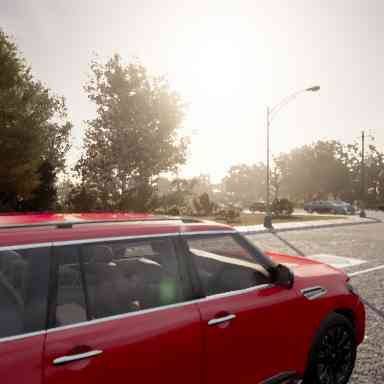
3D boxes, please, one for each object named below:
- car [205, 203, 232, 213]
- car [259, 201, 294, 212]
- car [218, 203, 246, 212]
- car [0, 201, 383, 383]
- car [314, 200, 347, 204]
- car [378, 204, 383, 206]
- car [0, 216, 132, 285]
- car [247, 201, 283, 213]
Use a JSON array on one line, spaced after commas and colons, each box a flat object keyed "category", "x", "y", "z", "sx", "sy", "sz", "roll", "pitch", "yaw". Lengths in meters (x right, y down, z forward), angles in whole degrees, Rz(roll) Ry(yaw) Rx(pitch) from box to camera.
[{"category": "car", "x": 4.161, "y": 2.542, "z": 53.240, "sx": 1.837, "sy": 1.490, "sz": 4.892, "roll": 0, "pitch": -3, "yaw": -32}, {"category": "car", "x": 11.968, "y": 2.093, "z": 47.337, "sx": 1.837, "sy": 1.490, "sz": 4.892, "roll": 0, "pitch": -3, "yaw": -32}, {"category": "car", "x": 6.649, "y": 2.600, "z": 55.866, "sx": 1.837, "sy": 1.490, "sz": 4.892, "roll": 0, "pitch": -3, "yaw": -32}, {"category": "car", "x": -0.466, "y": 1.222, "z": 3.424, "sx": 5.566, "sy": 2.045, "sz": 2.150, "roll": 0, "pitch": 0, "yaw": -37}, {"category": "car", "x": 14.624, "y": 1.708, "z": 36.479, "sx": 2.128, "sy": 1.511, "sz": 4.902, "roll": 0, "pitch": -1, "yaw": -32}, {"category": "car", "x": 24.379, "y": 1.811, "z": 40.451, "sx": 1.895, "sy": 1.301, "sz": 4.718, "roll": 0, "pitch": -1, "yaw": -29}, {"category": "car", "x": -4.594, "y": 1.547, "z": 9.306, "sx": 5.357, "sy": 1.411, "sz": 2.033, "roll": 0, "pitch": 0, "yaw": -35}, {"category": "car", "x": 9.663, "y": 2.028, "z": 44.415, "sx": 1.837, "sy": 1.490, "sz": 4.892, "roll": 0, "pitch": -3, "yaw": -32}]
